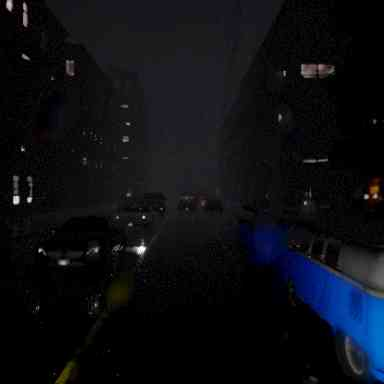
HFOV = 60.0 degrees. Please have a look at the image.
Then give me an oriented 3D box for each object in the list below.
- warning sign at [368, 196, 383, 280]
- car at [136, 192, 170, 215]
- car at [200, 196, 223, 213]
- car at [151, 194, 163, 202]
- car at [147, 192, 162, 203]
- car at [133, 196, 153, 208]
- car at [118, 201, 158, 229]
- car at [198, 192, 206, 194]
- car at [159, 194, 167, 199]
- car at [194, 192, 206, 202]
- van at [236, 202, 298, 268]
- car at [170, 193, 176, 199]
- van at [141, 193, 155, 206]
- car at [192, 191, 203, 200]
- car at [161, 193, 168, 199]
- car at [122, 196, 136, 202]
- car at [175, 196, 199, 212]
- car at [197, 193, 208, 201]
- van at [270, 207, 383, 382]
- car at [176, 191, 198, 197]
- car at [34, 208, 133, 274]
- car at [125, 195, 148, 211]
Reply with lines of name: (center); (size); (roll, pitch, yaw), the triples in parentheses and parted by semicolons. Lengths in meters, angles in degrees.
warning sign: (4.968, 1.046, 7.607); (1.300, 1.860, 1.060); (1, 1, -1)
car: (-3.604, 1.032, 31.433); (2.150, 2.045, 5.566); (0, 0, -1)
car: (2.099, 1.360, 33.134); (1.802, 1.307, 4.206); (-1, 0, -1)
car: (-6.909, 1.150, 66.614); (2.008, 1.369, 4.403); (-1, 0, -1)
car: (-6.792, 0.949, 61.011); (2.192, 1.841, 5.009); (-1, 0, -1)
car: (-6.455, 1.291, 44.210); (2.008, 1.369, 4.403); (-1, 0, -1)
car: (-3.448, 1.480, 20.679); (1.895, 1.301, 4.718); (0, 0, -1)
car: (1.680, 0.951, 55.536); (2.192, 1.841, 5.009); (-1, 0, -1)
car: (-7.211, 1.076, 83.417); (1.802, 1.307, 4.206); (-1, 0, -1)
car: (1.473, 0.881, 66.738); (2.192, 1.841, 5.009); (-1, 0, -1)
van: (2.509, 1.261, 10.728); (1.690, 1.788, 3.998); (-1, 0, -1)
car: (-4.315, 1.032, 72.816); (1.812, 1.442, 4.674); (0, 0, -1)
van: (-6.562, 1.046, 49.810); (1.690, 1.788, 3.998); (-1, 0, -1)
car: (1.267, 0.810, 77.940); (2.192, 1.841, 5.009); (-1, 0, -1)
car: (-7.315, 1.041, 89.018); (1.802, 1.307, 4.206); (-1, 0, -1)
car: (-6.247, 1.393, 33.009); (1.802, 1.307, 4.206); (-1, 0, -1)
car: (-0.523, 1.375, 35.296); (1.895, 1.301, 4.718); (0, 0, -1)
car: (1.888, 1.231, 44.506); (1.752, 1.417, 4.829); (-1, 0, -1)
van: (2.612, 1.297, 5.126); (1.690, 1.788, 3.998); (-1, 0, -1)
car: (-0.732, 0.926, 46.753); (2.150, 2.045, 5.566); (0, 1, -1)
car: (-3.250, 1.469, 10.592); (1.812, 1.442, 4.674); (0, 0, -1)
car: (-6.353, 1.216, 38.609); (1.967, 1.590, 4.097); (-1, 0, -1)
